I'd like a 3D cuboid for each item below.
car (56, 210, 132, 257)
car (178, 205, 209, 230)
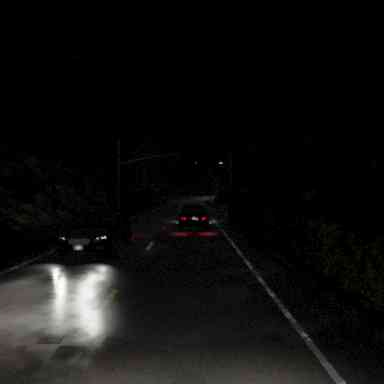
[{"bbox_3d":[-3.573,1.485,12.915,2.128,1.511,4.902,0,0,0],"label":"car"},{"bbox_3d":[0.105,1.536,21.196,2.033,1.411,5.357,0,0,0],"label":"car"}]
